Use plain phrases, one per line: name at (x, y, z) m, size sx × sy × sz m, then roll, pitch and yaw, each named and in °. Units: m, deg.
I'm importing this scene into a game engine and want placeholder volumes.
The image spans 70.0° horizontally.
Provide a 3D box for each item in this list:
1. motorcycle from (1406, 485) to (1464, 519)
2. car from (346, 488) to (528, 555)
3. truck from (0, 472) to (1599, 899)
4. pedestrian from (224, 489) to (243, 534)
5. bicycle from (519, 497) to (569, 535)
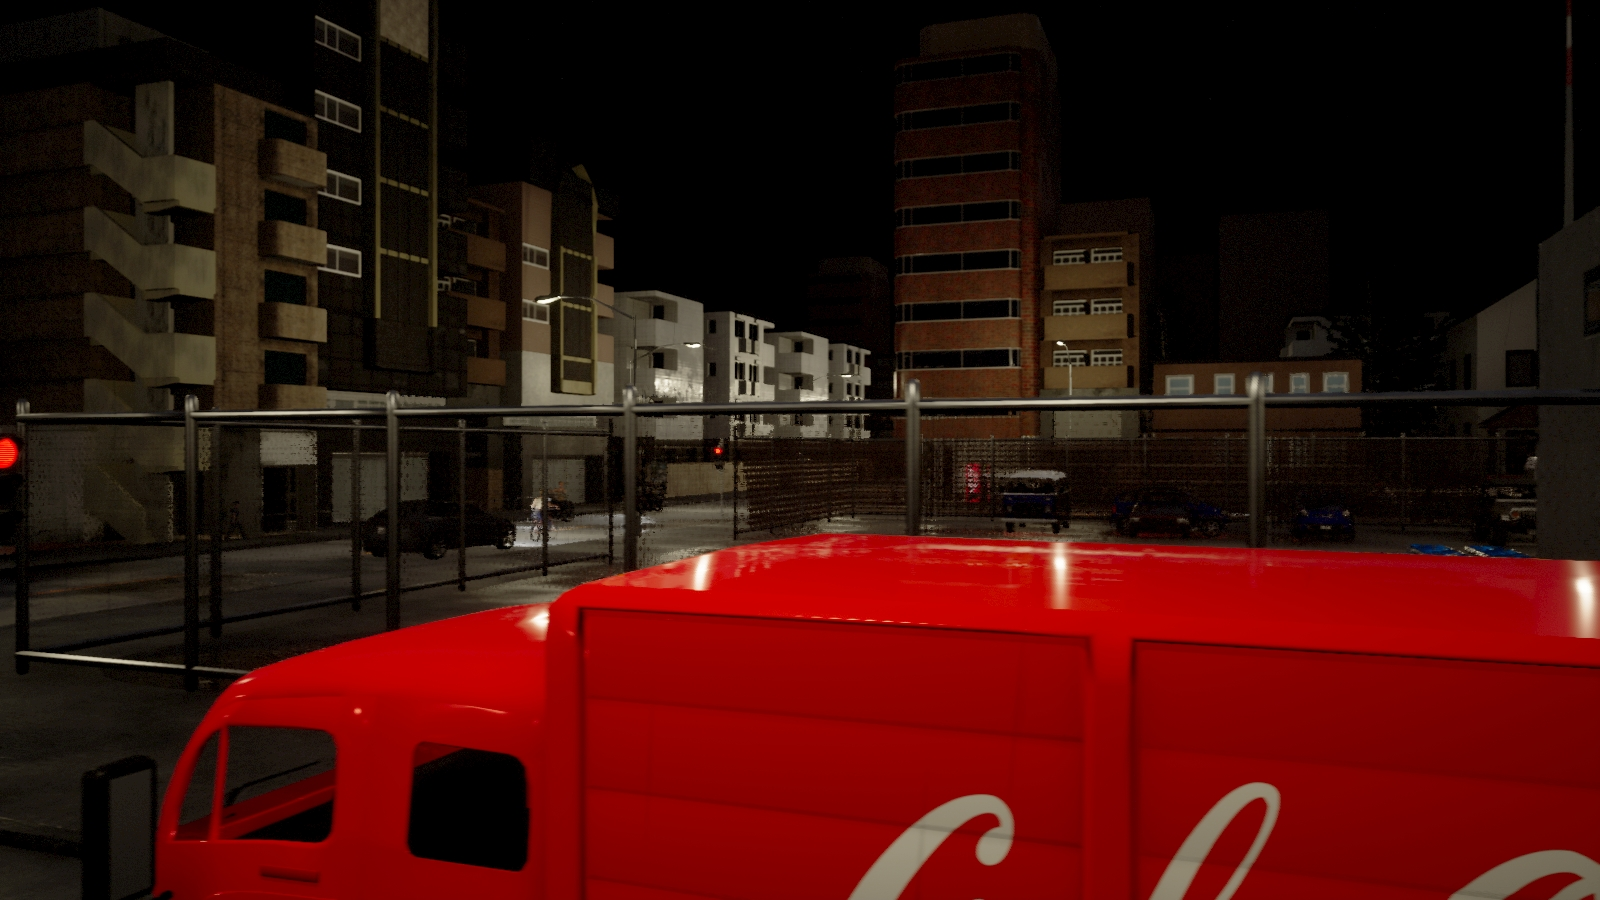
motorcycle at (24.099, 1.962, 43.394) m, size 1.805 × 1.236 × 0.856 m, roll 0°, pitch 0°, yaw 21°
car at (-9.628, 1.843, 30.768) m, size 2.163 × 1.488 × 4.792 m, roll 0°, pitch 0°, yaw 20°
truck at (0.429, 1.348, 3.697) m, size 5.204 × 2.467 × 2.627 m, roll 0°, pitch 0°, yaw 20°
pedestrian at (-16.648, 1.804, 33.563) m, size 0.375 × 1.300 × 0.375 m, roll 0°, pitch 0°, yaw 41°
bicycle at (-7.890, 2.036, 35.271) m, size 0.859 × 1.080 × 1.487 m, roll 0°, pitch 0°, yaw 20°
